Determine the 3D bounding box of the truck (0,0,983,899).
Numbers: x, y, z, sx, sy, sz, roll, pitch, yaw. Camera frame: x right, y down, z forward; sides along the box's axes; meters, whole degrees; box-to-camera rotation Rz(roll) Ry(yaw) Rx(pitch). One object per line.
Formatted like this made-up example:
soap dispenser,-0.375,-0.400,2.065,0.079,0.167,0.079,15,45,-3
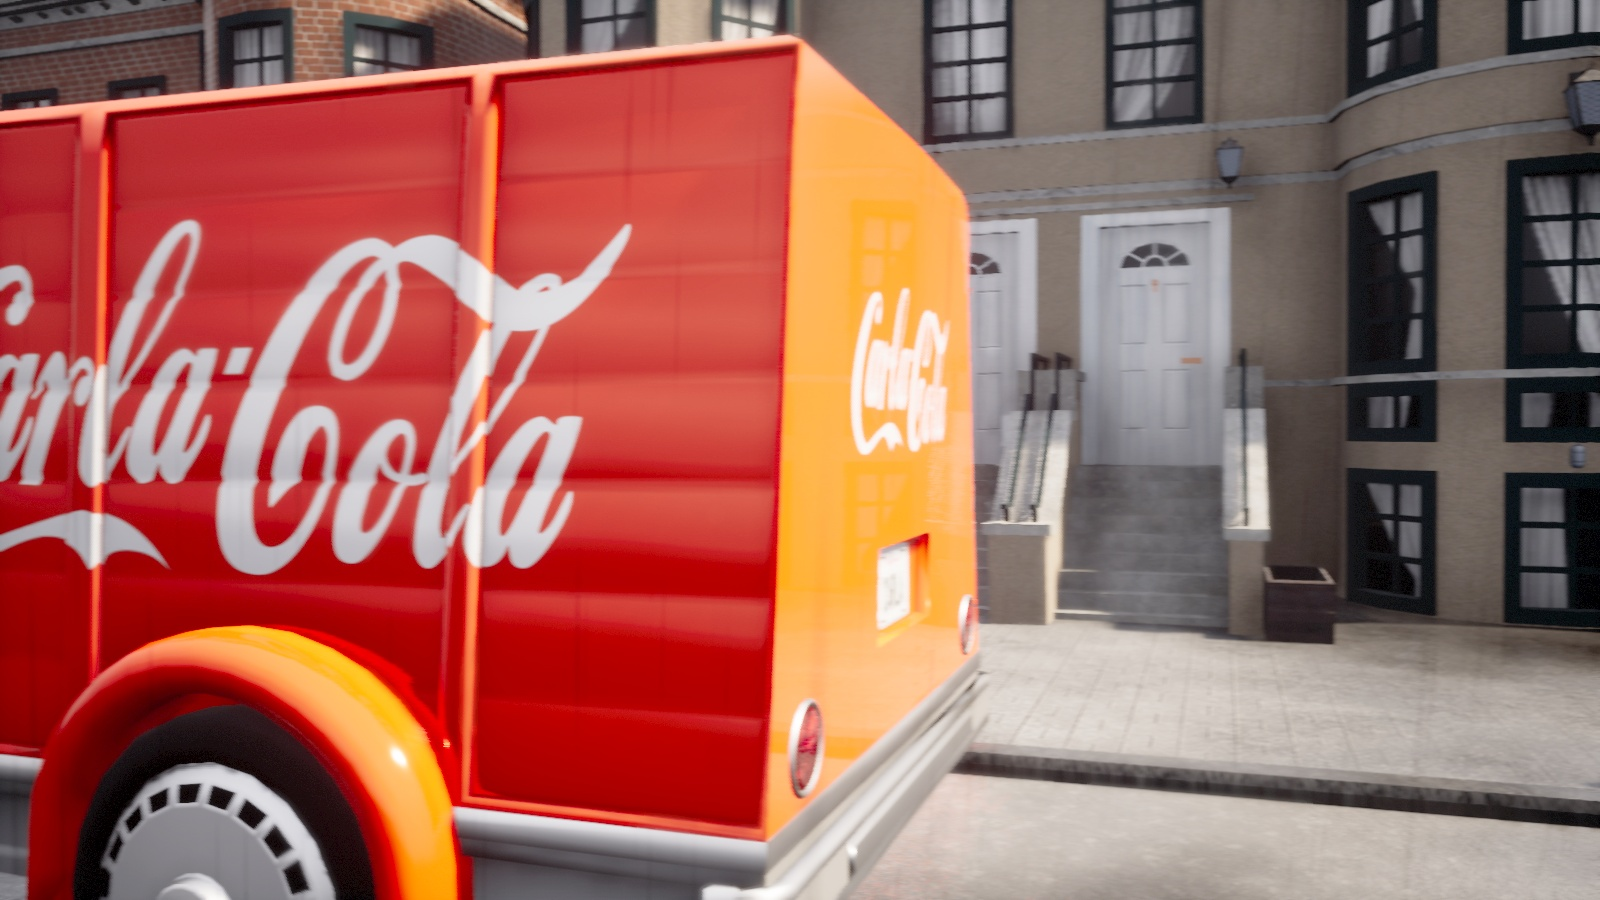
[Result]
truck,-2.183,0.260,4.449,5.204,2.467,2.627,1,1,19
